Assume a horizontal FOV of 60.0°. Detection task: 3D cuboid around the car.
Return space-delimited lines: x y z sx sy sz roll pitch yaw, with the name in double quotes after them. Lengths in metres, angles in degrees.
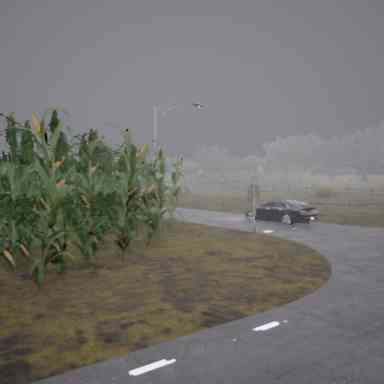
5.326 1.164 20.381 1.837 1.490 4.892 -4 3 -33 "car"
